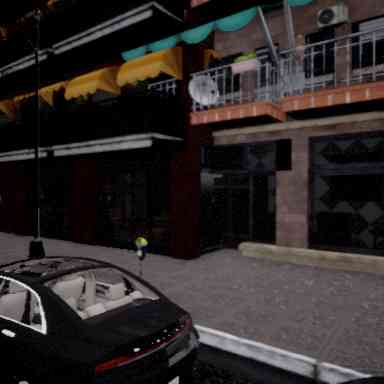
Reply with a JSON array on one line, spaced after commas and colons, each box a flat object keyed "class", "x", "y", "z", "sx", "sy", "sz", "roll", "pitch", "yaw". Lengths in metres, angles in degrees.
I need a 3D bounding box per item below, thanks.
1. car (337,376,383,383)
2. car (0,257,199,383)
[{"class": "car", "x": 2.525, "y": 1.558, "z": 1.074, "sx": 4.403, "sy": 1.369, "sz": 2.008, "roll": 0, "pitch": 0, "yaw": 35}, {"class": "car", "x": -1.979, "y": 1.533, "z": 4.287, "sx": 4.403, "sy": 1.369, "sz": 2.008, "roll": 0, "pitch": 0, "yaw": 35}]
